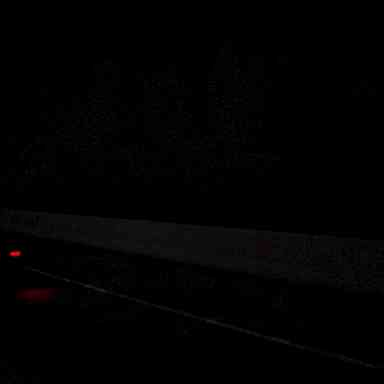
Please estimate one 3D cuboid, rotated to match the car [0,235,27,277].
[{"bbox_3d":[-6.482,1.517,8.977,5.357,1.411,2.033,0,0,39],"label":"car"}]
